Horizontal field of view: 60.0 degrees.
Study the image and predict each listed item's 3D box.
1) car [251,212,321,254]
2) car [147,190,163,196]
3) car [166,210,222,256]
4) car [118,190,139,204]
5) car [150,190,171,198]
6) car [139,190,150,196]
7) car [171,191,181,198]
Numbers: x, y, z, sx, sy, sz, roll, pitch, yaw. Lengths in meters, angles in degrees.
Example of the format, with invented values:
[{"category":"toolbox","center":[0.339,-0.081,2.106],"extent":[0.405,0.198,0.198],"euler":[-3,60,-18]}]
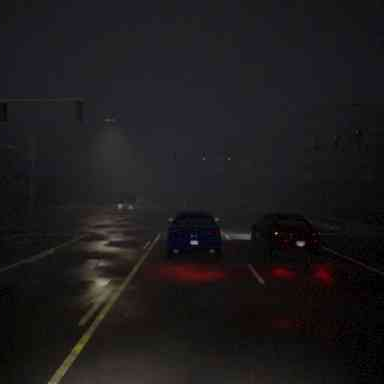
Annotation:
[{"category":"car","center":[3.572,1.509,13.215],"extent":[1.812,1.442,4.674],"euler":[0,0,0]},{"category":"car","center":[-9.795,0.323,87.489],"extent":[1.812,1.442,4.674],"euler":[-1,1,-45]},{"category":"car","center":[0.072,1.460,13.078],"extent":[1.882,1.535,5.008],"euler":[0,0,0]},{"category":"car","center":[-10.079,0.710,51.803],"extent":[2.150,2.045,5.566],"euler":[0,1,-2]},{"category":"car","center":[-7.427,0.607,78.705],"extent":[1.812,1.442,4.674],"euler":[-1,1,-32]},{"category":"car","center":[-12.705,0.370,85.474],"extent":[1.837,1.490,4.892],"euler":[-1,1,-45]},{"category":"car","center":[-4.333,0.558,80.343],"extent":[1.837,1.490,4.892],"euler":[-1,1,-32]}]
